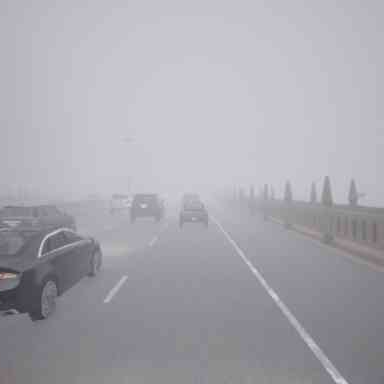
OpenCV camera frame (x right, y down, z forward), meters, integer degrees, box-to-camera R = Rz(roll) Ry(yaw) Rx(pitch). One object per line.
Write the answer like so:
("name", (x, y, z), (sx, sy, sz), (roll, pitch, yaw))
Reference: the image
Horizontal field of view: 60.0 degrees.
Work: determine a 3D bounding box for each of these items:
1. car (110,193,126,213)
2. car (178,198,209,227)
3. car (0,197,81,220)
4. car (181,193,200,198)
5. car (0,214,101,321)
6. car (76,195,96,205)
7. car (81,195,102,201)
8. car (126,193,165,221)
("car", (-7.040, 1.106, 34.679), (2.150, 2.045, 5.566), (0, 0, -1))
("car", (0.109, 1.418, 22.363), (2.128, 1.511, 4.902), (0, 0, 0))
("car", (-6.886, 1.302, 14.883), (2.097, 1.767, 4.553), (0, 0, 0))
("car", (-0.189, 1.088, 40.764), (2.150, 2.045, 5.566), (0, 0, -1))
("car", (-3.394, 1.467, 7.210), (2.128, 1.511, 4.902), (0, 0, 0))
("car", (-18.255, 1.329, 57.600), (2.128, 1.511, 4.902), (0, 0, -2))
("car", (-14.530, 1.188, 48.804), (2.097, 1.767, 4.553), (0, 0, -1))
("car", (-3.406, 1.134, 26.071), (2.150, 2.045, 5.566), (0, 0, 0))
